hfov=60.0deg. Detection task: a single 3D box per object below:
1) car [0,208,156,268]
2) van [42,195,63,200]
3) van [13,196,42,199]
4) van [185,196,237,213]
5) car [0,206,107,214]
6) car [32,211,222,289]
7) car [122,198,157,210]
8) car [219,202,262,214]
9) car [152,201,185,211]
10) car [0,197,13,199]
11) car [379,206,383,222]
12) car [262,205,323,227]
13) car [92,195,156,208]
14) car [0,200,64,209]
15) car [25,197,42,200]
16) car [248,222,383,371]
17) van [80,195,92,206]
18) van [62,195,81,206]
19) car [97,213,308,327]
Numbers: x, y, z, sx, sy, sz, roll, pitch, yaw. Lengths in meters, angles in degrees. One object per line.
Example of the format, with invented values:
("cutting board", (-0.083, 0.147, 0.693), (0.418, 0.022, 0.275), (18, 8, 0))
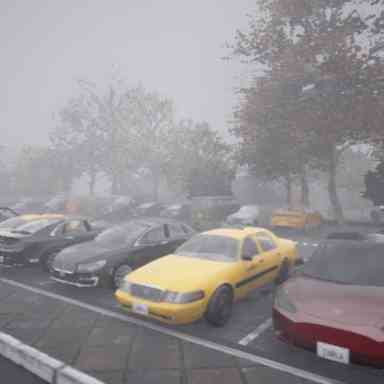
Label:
("car", (-3.668, 1.513, 10.820), (2.231, 1.521, 4.892), (0, 0, 36))
("van", (-11.889, 1.314, 32.675), (1.878, 1.987, 4.442), (-1, 0, 36))
("van", (-16.270, 1.394, 35.816), (1.878, 1.987, 4.442), (-1, -1, 36))
("van", (1.761, 1.289, 23.174), (1.878, 1.987, 4.442), (0, 0, 36))
("car", (-6.028, 1.513, 12.292), (1.946, 1.575, 5.366), (0, 0, 36))
("car", (-1.404, 1.509, 9.212), (2.231, 1.521, 4.892), (0, 0, 36))
("car", (-2.711, 1.523, 26.230), (2.097, 1.535, 5.008), (0, 0, 36))
("car", (3.946, 1.550, 21.466), (2.002, 1.452, 4.674), (0, 0, 36))
("car", (-0.457, 1.559, 24.618), (2.002, 1.452, 4.674), (0, 0, 36))
("car", (-18.555, 1.665, 37.372), (1.946, 1.575, 5.366), (-1, -1, 36))
("car", (10.784, 1.246, 16.525), (2.435, 2.045, 5.566), (0, 0, 36))
("car", (6.294, 1.506, 19.773), (2.097, 1.535, 5.008), (0, 0, 36))
("car", (-5.077, 1.276, 27.899), (2.435, 2.045, 5.566), (0, 0, 36))
("car", (-8.195, 1.395, 14.035), (2.185, 1.767, 4.553), (0, 0, 36))
("car", (-13.945, 1.570, 34.299), (2.097, 1.535, 5.008), (-1, -1, 36))
("car", (3.087, 1.529, 5.948), (2.163, 1.488, 4.792), (0, 0, 36))
("van", (-7.244, 1.306, 29.631), (1.878, 1.987, 4.442), (0, 0, 36))
("van", (-9.394, 1.310, 31.172), (1.878, 1.987, 4.442), (0, 0, 36))
("car", (0.740, 1.500, 7.439), (1.946, 1.575, 5.366), (0, 0, 36))
